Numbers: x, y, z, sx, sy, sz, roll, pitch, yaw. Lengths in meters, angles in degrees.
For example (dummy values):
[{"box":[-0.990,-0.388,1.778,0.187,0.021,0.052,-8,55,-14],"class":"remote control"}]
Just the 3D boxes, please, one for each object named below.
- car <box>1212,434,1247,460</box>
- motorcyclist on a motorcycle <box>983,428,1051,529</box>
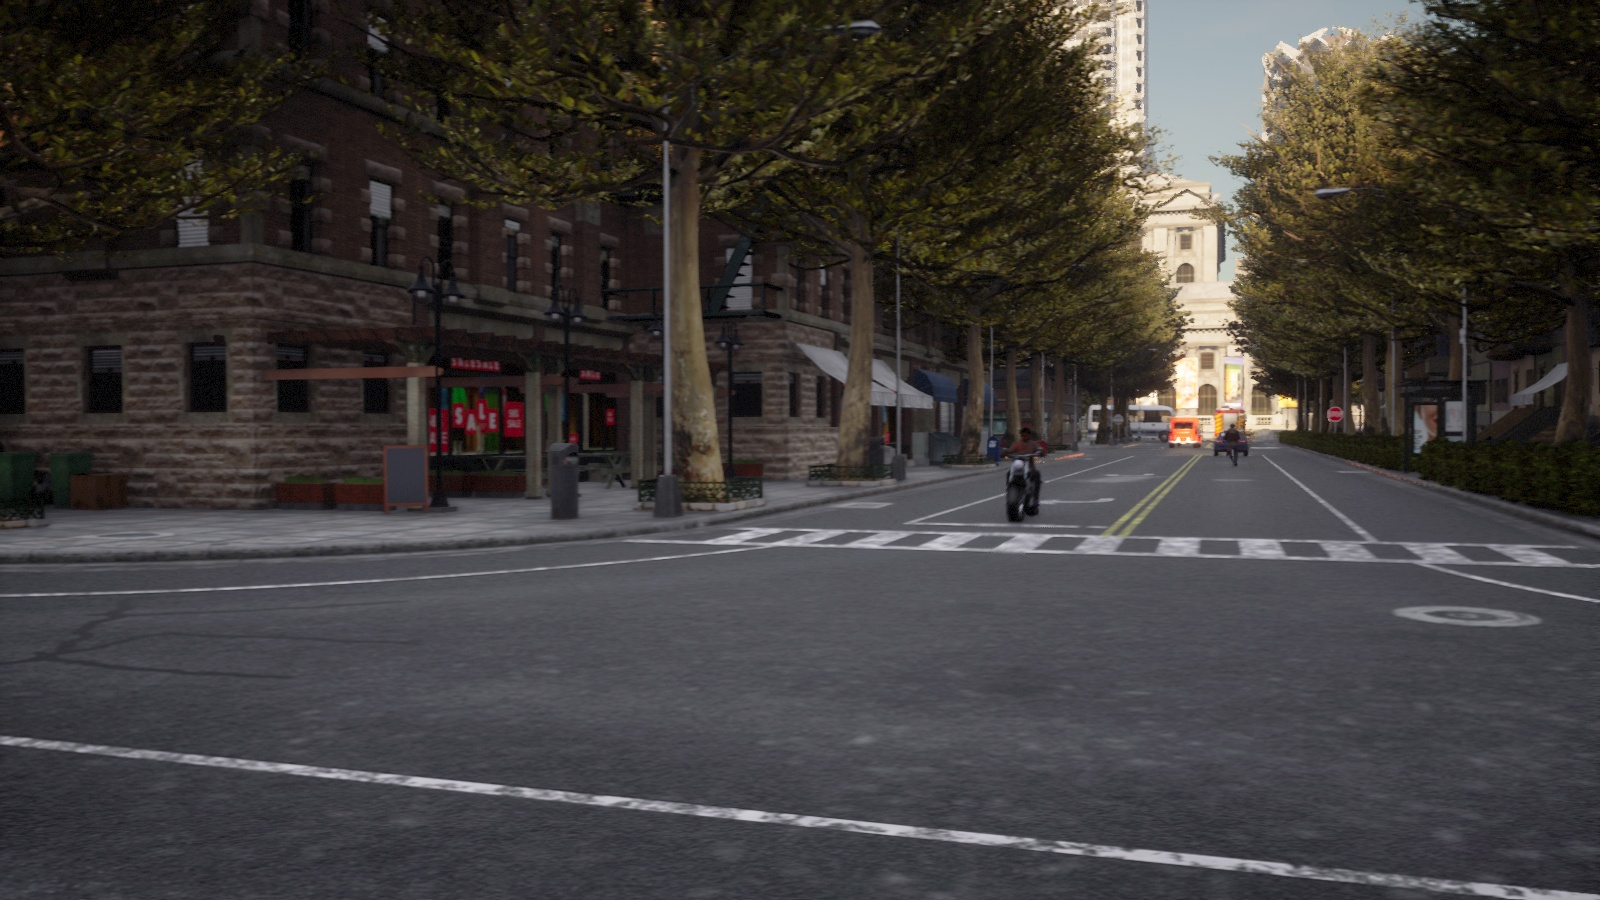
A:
[{"box":[24.543,-0.204,71.712,1.812,1.442,4.674,1,1,19],"class":"car"},{"box":[3.776,0.443,21.721,0.766,1.649,2.350,0,1,20],"class":"motorcyclist on a motorcycle"}]
